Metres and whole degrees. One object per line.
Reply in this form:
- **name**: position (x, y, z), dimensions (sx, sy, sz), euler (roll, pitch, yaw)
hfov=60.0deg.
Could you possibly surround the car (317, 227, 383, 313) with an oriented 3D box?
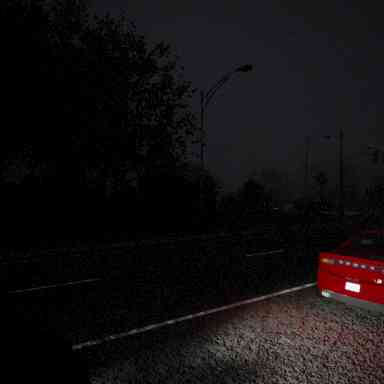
- **car**: position (4.771, 1.478, 7.128), dimensions (5.008, 1.535, 1.882), euler (0, 0, -35)

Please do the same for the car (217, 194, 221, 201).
- **car**: position (3.913, 1.454, 56.641), dimensions (1.812, 1.442, 4.674), euler (0, 1, -32)

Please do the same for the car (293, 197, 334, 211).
- **car**: position (14.463, 1.478, 39.831), dimensions (1.882, 1.535, 5.008), euler (0, 0, -33)

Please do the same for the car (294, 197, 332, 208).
- **car**: position (17.566, 1.490, 48.372), dimensions (2.128, 1.511, 4.902), euler (0, 0, -32)

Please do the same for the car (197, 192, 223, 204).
- **car**: position (3.346, 1.068, 64.457), dimensions (2.150, 2.045, 5.566), euler (0, 1, -33)

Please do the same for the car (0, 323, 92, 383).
- **car**: position (-2.980, 1.492, 1.628), dimensions (4.902, 1.511, 2.128), euler (0, 0, -35)
